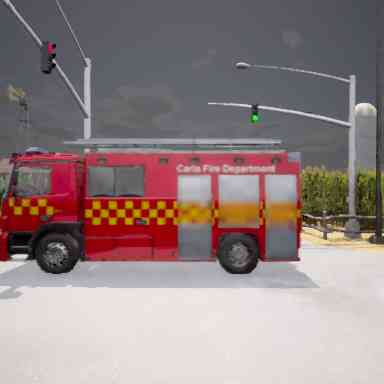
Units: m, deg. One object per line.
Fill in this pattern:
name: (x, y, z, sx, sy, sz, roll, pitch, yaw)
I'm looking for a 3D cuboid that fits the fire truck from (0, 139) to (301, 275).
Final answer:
fire truck: (-1.137, 0.376, 10.437, 8.468, 3.827, 2.891, 0, 0, 0)
